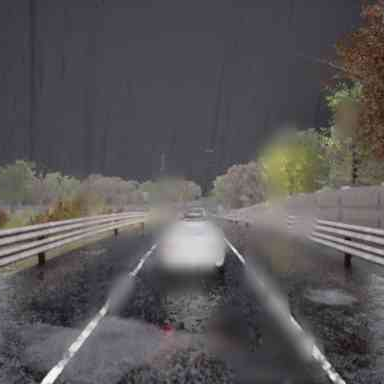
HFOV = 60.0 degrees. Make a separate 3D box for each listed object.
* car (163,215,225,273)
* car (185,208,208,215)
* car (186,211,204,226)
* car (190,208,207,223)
[{"bbox_3d":[0.064,1.692,11.184,1.812,1.442,4.674,0,-1,0],"label":"car"},{"bbox_3d":[0.175,2.206,25.508,2.128,1.511,4.902,0,-3,1],"label":"car"},{"bbox_3d":[0.397,2.816,35.084,1.812,1.442,4.674,0,-4,2],"label":"car"},{"bbox_3d":[1.022,3.431,47.853,2.150,2.045,5.566,0,-6,3],"label":"car"}]
